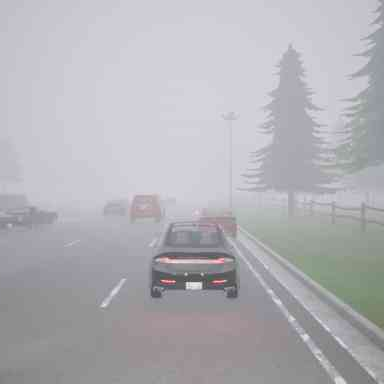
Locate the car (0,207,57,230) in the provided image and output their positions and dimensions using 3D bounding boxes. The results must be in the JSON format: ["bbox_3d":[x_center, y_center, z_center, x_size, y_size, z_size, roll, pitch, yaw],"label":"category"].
[{"bbox_3d":[-10.385,1.601,21.276,1.895,1.301,4.718,0,0,0],"label":"car"}]

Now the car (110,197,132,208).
[{"bbox_3d":[-10.363,1.547,49.075,2.033,1.411,5.357,0,0,0],"label":"car"}]

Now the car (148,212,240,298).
[{"bbox_3d":[0.058,1.492,8.469,2.128,1.511,4.902,0,0,0],"label":"car"}]

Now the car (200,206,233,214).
[{"bbox_3d":[1.238,1.478,17.810,1.882,1.535,5.008,0,0,0],"label":"car"}]

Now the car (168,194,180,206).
[{"bbox_3d":[-3.360,1.507,54.428,1.837,1.490,4.892,0,1,0],"label":"car"}]

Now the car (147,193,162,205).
[{"bbox_3d":[-6.856,1.223,61.614,2.150,2.045,5.566,0,0,0],"label":"car"}]

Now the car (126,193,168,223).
[{"bbox_3d":[-3.381,1.221,26.011,2.150,2.045,5.566,0,0,0],"label":"car"}]

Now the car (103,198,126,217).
[{"bbox_3d":[-6.877,1.491,31.093,2.128,1.511,4.902,0,0,0],"label":"car"}]
